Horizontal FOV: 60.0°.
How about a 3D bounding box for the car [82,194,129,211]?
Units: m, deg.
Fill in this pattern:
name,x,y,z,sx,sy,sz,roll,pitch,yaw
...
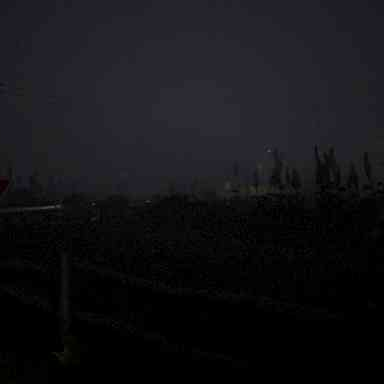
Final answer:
name,x,y,z,sx,sy,sz,roll,pitch,yaw
car,-7.789,0.951,30.487,1.812,1.442,4.674,0,2,37
